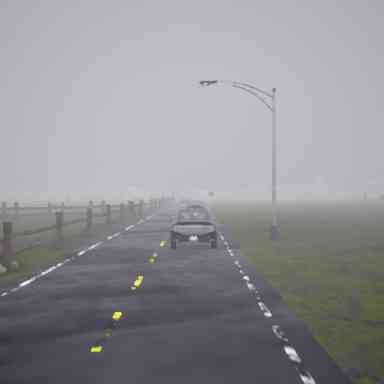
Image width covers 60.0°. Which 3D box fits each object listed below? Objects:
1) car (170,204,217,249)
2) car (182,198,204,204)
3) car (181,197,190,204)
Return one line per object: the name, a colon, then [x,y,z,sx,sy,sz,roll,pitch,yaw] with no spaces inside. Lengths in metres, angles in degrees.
car: [0.086,1.495,14.609,2.128,1.511,4.902,0,0,1]
car: [0.367,1.519,29.589,1.837,1.490,4.892,0,0,1]
car: [-1.023,1.607,63.683,2.033,1.411,5.357,0,0,3]
